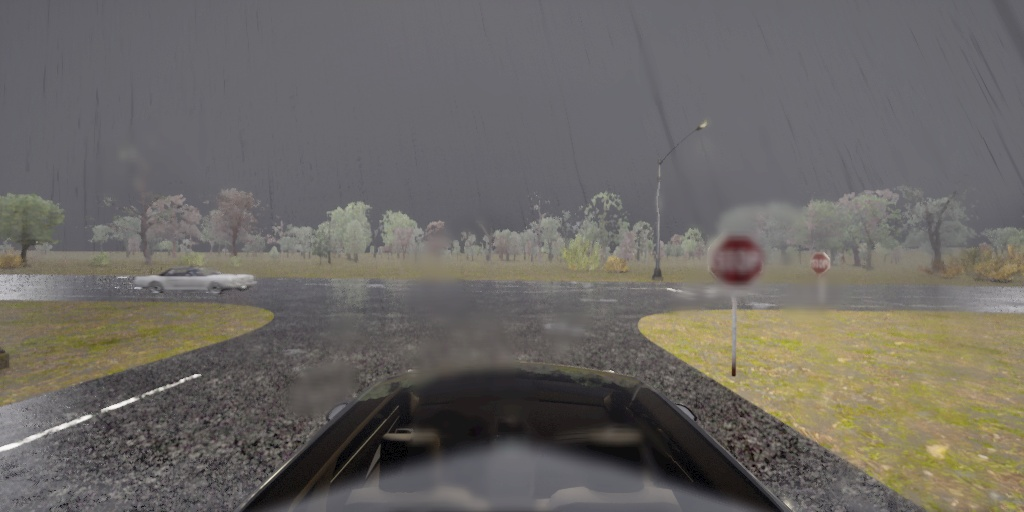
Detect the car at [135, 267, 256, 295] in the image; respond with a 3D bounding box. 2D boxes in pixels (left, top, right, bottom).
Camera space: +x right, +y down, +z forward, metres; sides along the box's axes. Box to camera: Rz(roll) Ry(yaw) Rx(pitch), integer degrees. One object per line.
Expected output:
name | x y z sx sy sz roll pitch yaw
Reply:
car | -15.791 1.222 18.129 4.718 1.301 1.895 1 1 0
